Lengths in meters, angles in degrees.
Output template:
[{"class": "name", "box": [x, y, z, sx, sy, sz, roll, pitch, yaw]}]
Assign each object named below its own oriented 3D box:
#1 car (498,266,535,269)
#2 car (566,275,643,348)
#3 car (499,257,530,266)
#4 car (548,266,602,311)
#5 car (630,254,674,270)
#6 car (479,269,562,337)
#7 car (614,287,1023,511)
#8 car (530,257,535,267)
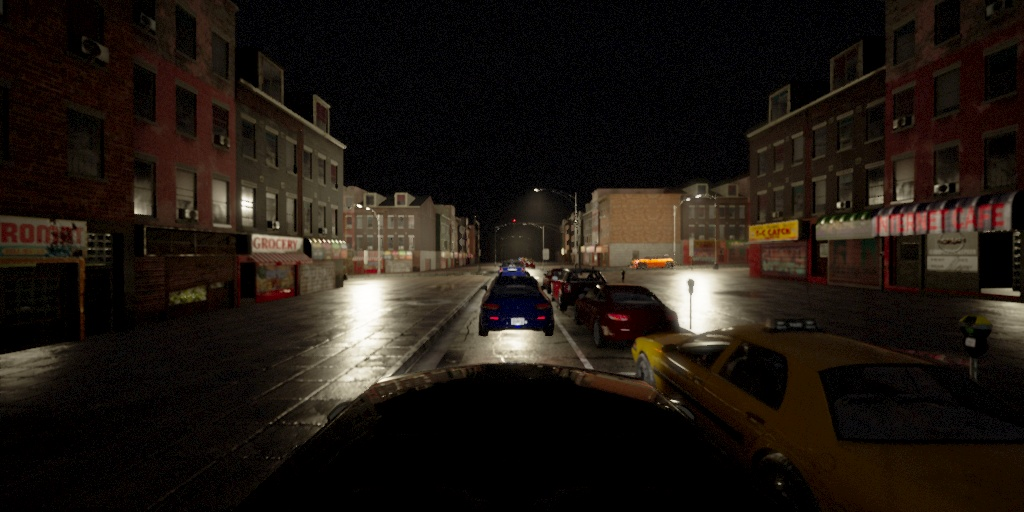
[{"class": "car", "box": [0.122, 1.345, 17.621, 1.895, 1.301, 4.718, 0, 0, 0]}, {"class": "car", "box": [2.646, 1.327, 8.922, 1.802, 1.307, 4.207, 0, 0, 0]}, {"class": "car", "box": [0.015, 1.104, 27.519, 2.097, 1.767, 4.553, 0, 0, 0]}, {"class": "car", "box": [2.651, 1.183, 14.388, 1.967, 1.591, 4.097, 0, 0, 0]}, {"class": "car", "box": [15.673, 0.644, 40.353, 4.553, 1.767, 2.097, -1, 0, 0]}, {"class": "car", "box": [0.082, 1.270, 10.152, 1.812, 1.442, 4.674, 0, 0, -1]}, {"class": "car", "box": [2.640, 1.274, 3.624, 1.751, 1.417, 4.829, 0, 0, 0]}, {"class": "car", "box": [2.696, 1.264, 57.195, 1.967, 1.591, 4.097, 0, 0, 0]}]
